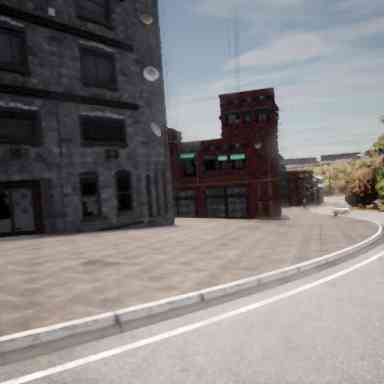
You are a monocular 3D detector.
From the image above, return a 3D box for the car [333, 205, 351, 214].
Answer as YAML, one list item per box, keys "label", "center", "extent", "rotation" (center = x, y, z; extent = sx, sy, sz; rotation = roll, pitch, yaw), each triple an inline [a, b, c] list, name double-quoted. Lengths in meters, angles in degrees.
- label: "car"
  center: [24.657, 2.890, 54.855]
  extent: [1.812, 1.442, 4.674]
  rotation: [-4, -3, 10]
